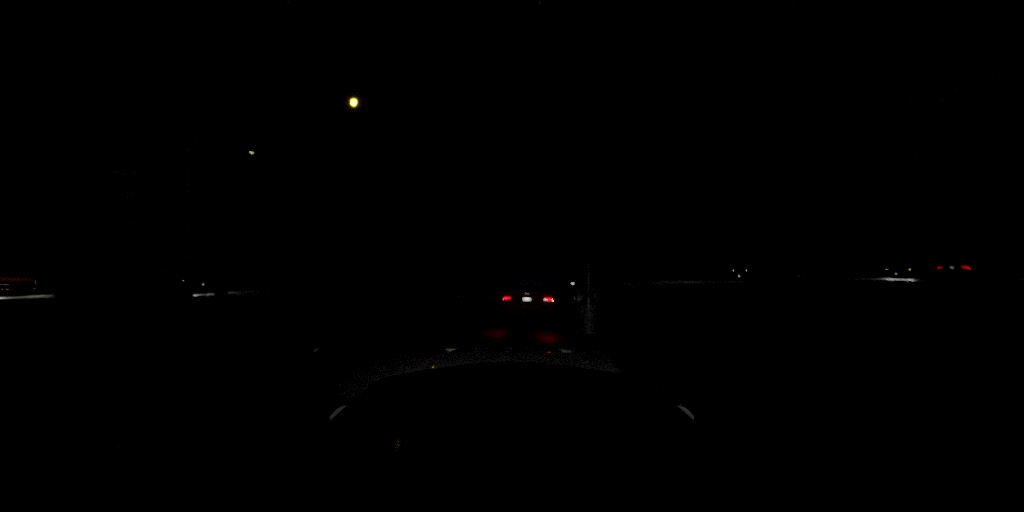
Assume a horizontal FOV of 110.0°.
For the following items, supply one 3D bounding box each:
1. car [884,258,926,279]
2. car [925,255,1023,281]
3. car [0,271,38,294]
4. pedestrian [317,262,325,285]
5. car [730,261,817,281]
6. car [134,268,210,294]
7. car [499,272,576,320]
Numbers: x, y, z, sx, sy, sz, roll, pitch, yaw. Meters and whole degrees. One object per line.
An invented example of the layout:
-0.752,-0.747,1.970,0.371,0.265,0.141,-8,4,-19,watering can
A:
28.720,0.780,24.373,5.357,1.411,2.033,-1,-2,0,car
27.883,0.672,20.683,5.357,1.411,2.033,-1,-2,0,car
-30.664,1.513,20.718,5.008,1.535,1.882,-1,-2,0,car
-15.105,1.356,28.308,0.375,1.860,0.375,0,-1,0,pedestrian
17.615,1.008,24.377,4.718,1.301,1.895,-1,-2,0,car
-20.256,1.416,20.708,4.892,1.490,1.837,-1,-2,0,car
1.078,1.252,12.536,2.033,1.411,5.357,0,0,15,car
